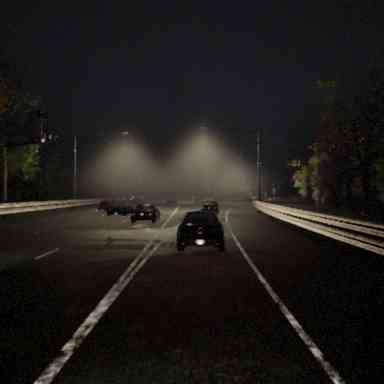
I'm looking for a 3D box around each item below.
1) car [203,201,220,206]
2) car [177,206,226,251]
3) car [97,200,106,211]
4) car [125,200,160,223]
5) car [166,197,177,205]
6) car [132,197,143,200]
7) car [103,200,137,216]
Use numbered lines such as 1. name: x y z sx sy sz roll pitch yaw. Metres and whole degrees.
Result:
1. car: 2.092 1.724 36.941 2.033 1.411 5.357 0 0 7
2. car: 0.416 1.573 14.602 1.837 1.490 4.892 0 0 3
3. car: -10.783 1.698 42.981 1.812 1.442 4.674 0 0 0
4. car: -3.646 1.661 26.503 2.033 1.411 5.357 0 0 0
5. car: -3.973 1.780 65.248 2.128 1.511 4.902 0 0 0
6. car: -10.994 1.763 67.878 1.882 1.535 5.008 0 0 0
7. car: -7.205 1.739 33.675 1.895 1.301 4.718 0 0 0
